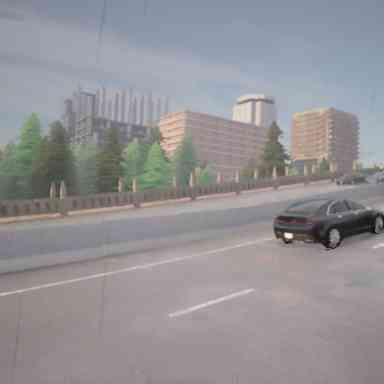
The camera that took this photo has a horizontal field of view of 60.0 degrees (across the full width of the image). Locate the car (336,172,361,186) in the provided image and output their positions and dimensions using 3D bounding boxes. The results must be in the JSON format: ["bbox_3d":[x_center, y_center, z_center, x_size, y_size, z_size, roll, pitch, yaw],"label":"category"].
[{"bbox_3d":[19.111,-1.575,39.776,4.892,1.490,1.837,-7,4,-36],"label":"car"}]

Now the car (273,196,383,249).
[{"bbox_3d":[4.944,0.918,11.767,4.892,1.490,1.837,-6,3,-36],"label":"car"}]

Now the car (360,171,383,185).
[{"bbox_3d":[21.078,-1.555,36.880,4.674,1.442,1.812,-7,4,-36],"label":"car"}]
